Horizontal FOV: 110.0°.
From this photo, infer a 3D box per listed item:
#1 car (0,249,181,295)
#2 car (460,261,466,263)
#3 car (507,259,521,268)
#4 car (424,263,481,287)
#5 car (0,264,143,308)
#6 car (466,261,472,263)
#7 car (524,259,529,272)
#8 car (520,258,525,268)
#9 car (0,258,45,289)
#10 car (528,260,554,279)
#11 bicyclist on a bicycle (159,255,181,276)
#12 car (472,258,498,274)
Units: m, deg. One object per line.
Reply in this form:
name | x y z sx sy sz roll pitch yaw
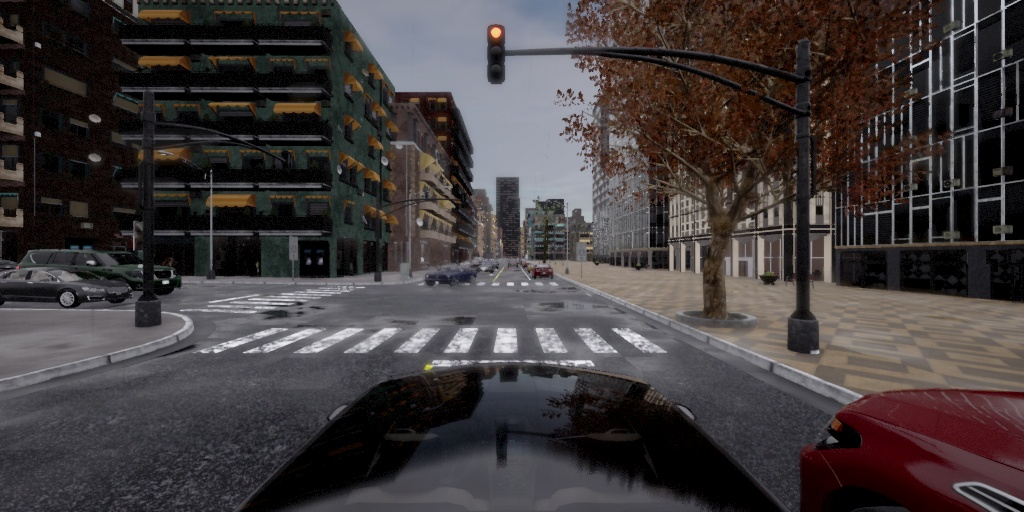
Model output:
car | -17.771 0.747 15.535 5.566 2.045 2.150 1 0 0
car | -5.653 1.313 32.355 2.007 1.370 4.403 0 0 0
car | 0.174 1.289 63.491 2.128 1.511 4.902 0 0 0
car | -4.039 1.357 24.383 1.895 1.301 4.718 0 0 16
car | -16.422 1.091 12.952 4.403 1.370 2.007 0 0 -1
car | -5.640 1.323 43.421 2.007 1.370 4.403 0 0 0
car | 2.740 1.298 43.580 1.751 1.417 4.829 0 0 0
car | 2.759 1.375 60.008 1.802 1.307 4.207 0 0 0
car | -28.043 0.864 18.630 5.008 1.535 1.882 1 0 0
car | 2.727 1.307 32.345 1.888 1.381 4.507 0 0 0
bicyclist on a bicycle | -23.142 0.761 24.220 0.582 1.620 1.656 1 0 -1
car | -3.051 1.263 41.589 2.128 1.511 4.902 0 0 0
